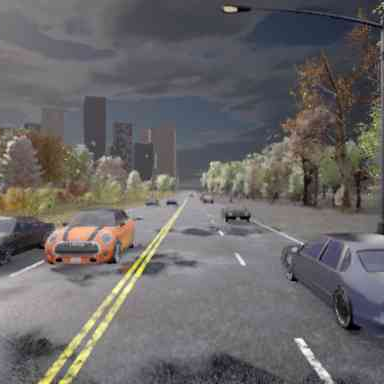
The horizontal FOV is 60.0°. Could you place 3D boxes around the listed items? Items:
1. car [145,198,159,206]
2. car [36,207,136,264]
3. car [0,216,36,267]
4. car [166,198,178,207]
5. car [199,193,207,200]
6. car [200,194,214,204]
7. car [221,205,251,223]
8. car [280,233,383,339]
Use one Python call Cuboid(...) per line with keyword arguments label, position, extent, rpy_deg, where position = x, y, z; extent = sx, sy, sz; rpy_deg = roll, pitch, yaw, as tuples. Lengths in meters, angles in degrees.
Cuboid(label="car", position=(-6.541, 1.668, 55.287), extent=(1.994, 1.385, 4.181), rpy_deg=(0, 0, 0))
Cuboid(label="car", position=(-3.346, 1.379, 11.821), extent=(2.097, 1.767, 4.553), rpy_deg=(0, 0, 0))
Cuboid(label="car", position=(-6.597, 1.574, 11.803), extent=(2.033, 1.411, 5.357), rpy_deg=(0, 0, 0))
Cuboid(label="car", position=(-3.293, 1.704, 54.912), extent=(1.895, 1.301, 4.718), rpy_deg=(0, 0, 1))
Cuboid(label="car", position=(3.257, 1.619, 77.331), extent=(2.163, 1.488, 4.792), rpy_deg=(0, 0, 0))
Cuboid(label="car", position=(3.266, 1.614, 66.313), extent=(2.163, 1.488, 4.792), rpy_deg=(0, 0, 0))
Cuboid(label="car", position=(3.355, 1.652, 26.361), extent=(1.895, 1.301, 4.718), rpy_deg=(0, 0, 0))
Cuboid(label="car", position=(3.352, 1.560, 6.808), extent=(2.033, 1.411, 5.357), rpy_deg=(0, 0, 0))
